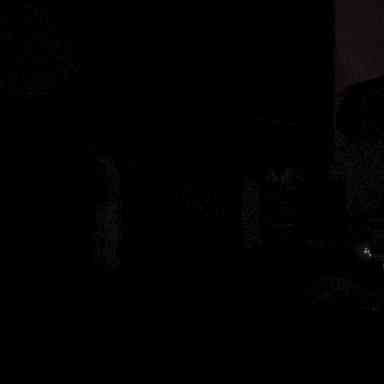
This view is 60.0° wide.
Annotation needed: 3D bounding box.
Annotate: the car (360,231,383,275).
[{"bbox_3d":[6.599,1.525,9.307,4.674,1.442,1.812,0,0,-36],"label":"car"}]
